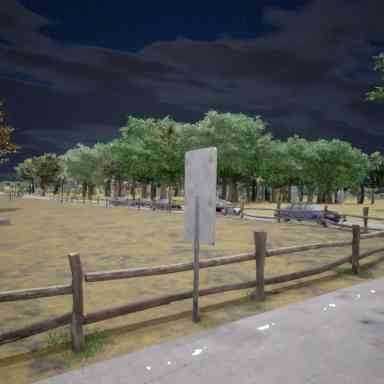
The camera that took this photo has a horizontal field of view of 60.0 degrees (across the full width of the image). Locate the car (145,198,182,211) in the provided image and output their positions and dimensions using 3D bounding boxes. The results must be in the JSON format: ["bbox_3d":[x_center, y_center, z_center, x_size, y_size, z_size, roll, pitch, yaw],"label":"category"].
[{"bbox_3d":[-3.367,1.563,41.478,2.033,1.411,5.357,2,-1,-35],"label":"car"}]

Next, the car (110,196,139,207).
[{"bbox_3d":[-10.589,1.515,51.718,1.837,1.490,4.892,2,-1,-35],"label":"car"}]

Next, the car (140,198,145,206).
[{"bbox_3d":[-7.730,1.632,52.580,2.033,1.411,5.357,2,-1,-35],"label":"car"}]

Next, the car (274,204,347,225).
[{"bbox_3d":[8.581,1.571,24.671,2.033,1.411,5.357,2,-1,-34],"label":"car"}]

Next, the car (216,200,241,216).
[{"bbox_3d":[2.800,1.512,32.833,2.128,1.511,4.902,2,-1,-35],"label":"car"}]
